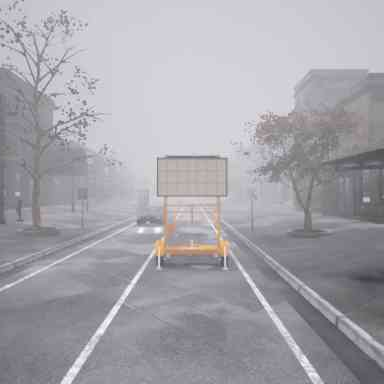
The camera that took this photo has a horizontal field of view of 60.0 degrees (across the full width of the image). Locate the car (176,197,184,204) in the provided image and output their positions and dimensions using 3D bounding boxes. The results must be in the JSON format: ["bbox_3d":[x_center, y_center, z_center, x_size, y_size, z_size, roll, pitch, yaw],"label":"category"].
[{"bbox_3d":[-2.968,2.085,82.901,1.837,1.490,4.892,0,0,0],"label":"car"}]

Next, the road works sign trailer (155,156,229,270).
[{"bbox_3d":[0.005,0.562,11.408,2.380,3.560,2.880,0,-1,0],"label":"road works sign trailer"}]

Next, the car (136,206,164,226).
[{"bbox_3d":[-3.090,1.797,26.067,2.033,1.411,5.357,0,-1,0],"label":"car"}]
